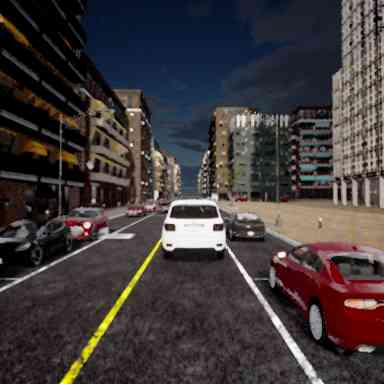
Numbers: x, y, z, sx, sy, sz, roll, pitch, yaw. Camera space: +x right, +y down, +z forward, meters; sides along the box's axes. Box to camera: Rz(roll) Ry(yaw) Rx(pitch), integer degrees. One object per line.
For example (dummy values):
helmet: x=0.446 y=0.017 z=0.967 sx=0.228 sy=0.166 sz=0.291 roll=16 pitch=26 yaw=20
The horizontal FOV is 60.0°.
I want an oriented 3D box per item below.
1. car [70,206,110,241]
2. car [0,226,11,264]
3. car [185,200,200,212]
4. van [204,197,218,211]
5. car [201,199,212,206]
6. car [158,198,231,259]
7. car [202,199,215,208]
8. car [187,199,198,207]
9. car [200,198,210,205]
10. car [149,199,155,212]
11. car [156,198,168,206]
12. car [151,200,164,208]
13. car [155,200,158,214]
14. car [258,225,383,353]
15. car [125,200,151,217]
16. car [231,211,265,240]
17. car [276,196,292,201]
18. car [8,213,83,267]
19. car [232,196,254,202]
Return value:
car: x=-5.679 y=1.576 z=17.432 sx=1.967 sy=1.590 sz=4.097 roll=1 pitch=0 yaw=0
car: x=-5.680 y=1.594 z=6.292 sx=1.887 sy=1.381 sz=4.507 roll=1 pitch=0 yaw=0
car: x=0.097 y=1.913 z=46.521 sx=2.033 sy=1.411 sz=5.357 roll=0 pitch=0 yaw=0
van: x=2.726 y=1.724 z=48.669 sx=1.690 sy=1.788 sz=3.998 roll=1 pitch=0 yaw=0
car: x=2.823 y=2.084 z=67.558 sx=2.008 sy=1.369 sz=4.403 roll=1 pitch=0 yaw=0
car: x=0.040 y=1.325 z=13.224 sx=2.150 sy=2.045 sz=5.566 roll=0 pitch=-1 yaw=-1
car: x=2.779 y=1.995 z=57.128 sx=1.887 sy=1.381 sz=4.507 roll=1 pitch=0 yaw=0
car: x=0.088 y=2.010 z=61.574 sx=1.812 sy=1.442 sz=4.674 roll=0 pitch=0 yaw=0
car: x=2.822 y=2.128 z=73.128 sx=2.008 sy=1.369 sz=4.403 roll=1 pitch=0 yaw=0
car: x=-5.687 y=1.795 z=45.280 sx=1.967 sy=1.590 sz=4.097 roll=1 pitch=0 yaw=0
car: x=-5.814 y=1.954 z=65.322 sx=1.967 sy=1.590 sz=4.097 roll=1 pitch=0 yaw=0
car: x=-5.765 y=2.025 z=56.417 sx=1.802 sy=1.307 sz=4.206 roll=1 pitch=0 yaw=0
car: x=-3.004 y=1.874 z=39.667 sx=1.812 sy=1.442 sz=4.674 roll=0 pitch=0 yaw=0
car: x=2.701 y=1.595 z=6.292 sx=1.887 sy=1.381 sz=4.507 roll=1 pitch=0 yaw=0
car: x=-5.683 y=1.849 z=34.140 sx=1.802 sy=1.307 sz=4.206 roll=1 pitch=0 yaw=0
car: x=2.699 y=1.688 z=17.431 sx=2.008 sy=1.369 sz=4.403 roll=1 pitch=0 yaw=0
car: x=24.748 y=1.890 z=89.685 sx=4.097 sy=1.590 sz=1.967 roll=0 pitch=-1 yaw=0
car: x=-5.680 y=1.658 z=11.862 sx=1.947 sy=1.339 sz=4.313 roll=1 pitch=0 yaw=0
car: x=13.694 y=2.116 z=89.761 sx=4.206 sy=1.307 sz=1.802 roll=0 pitch=-1 yaw=0
